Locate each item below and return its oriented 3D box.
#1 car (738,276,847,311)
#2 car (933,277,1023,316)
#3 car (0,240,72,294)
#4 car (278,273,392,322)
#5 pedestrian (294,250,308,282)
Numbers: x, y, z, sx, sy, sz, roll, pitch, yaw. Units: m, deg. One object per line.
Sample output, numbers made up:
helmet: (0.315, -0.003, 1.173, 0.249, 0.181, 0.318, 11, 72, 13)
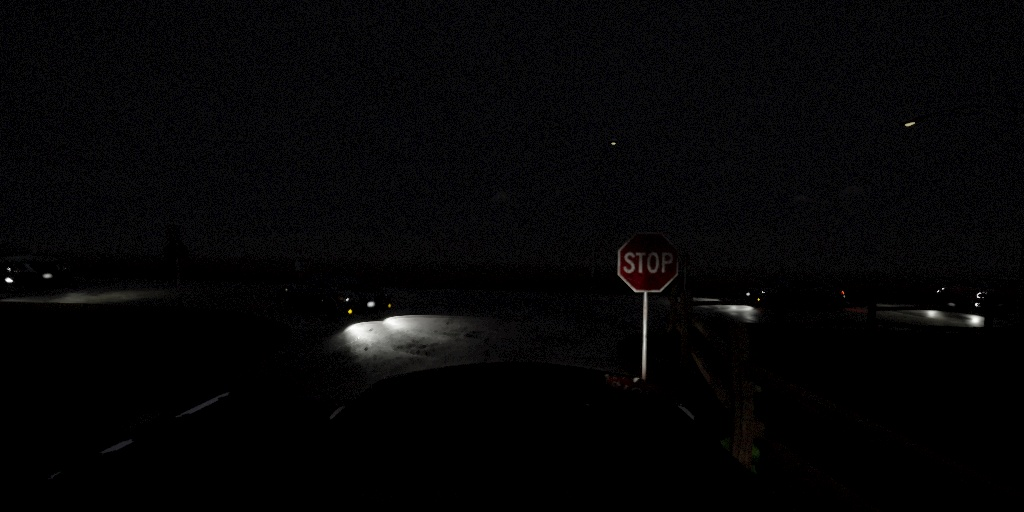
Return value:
car: (13.235, 1.696, 17.073, 4.181, 1.385, 1.994, 2, 3, 0)
car: (23.174, 1.794, 17.009, 4.553, 1.767, 2.097, 2, 3, 0)
car: (-21.356, 0.375, 14.368, 5.566, 2.045, 2.150, 1, 3, 0)
car: (-6.060, 1.277, 12.222, 4.181, 1.385, 1.994, 1, 1, 32)
pedestrian: (-11.991, 0.535, 20.279, 0.375, 1.860, 0.375, 0, 1, 0)
